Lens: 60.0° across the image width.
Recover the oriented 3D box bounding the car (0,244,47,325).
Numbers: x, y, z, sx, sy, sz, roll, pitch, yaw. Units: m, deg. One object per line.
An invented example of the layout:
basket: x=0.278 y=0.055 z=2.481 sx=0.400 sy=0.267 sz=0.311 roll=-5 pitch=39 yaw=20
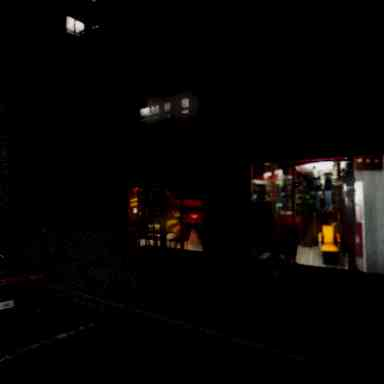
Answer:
car: x=-4.571 y=1.556 z=6.289 sx=4.507 sy=1.381 sz=1.887 roll=0 pitch=-1 yaw=36
